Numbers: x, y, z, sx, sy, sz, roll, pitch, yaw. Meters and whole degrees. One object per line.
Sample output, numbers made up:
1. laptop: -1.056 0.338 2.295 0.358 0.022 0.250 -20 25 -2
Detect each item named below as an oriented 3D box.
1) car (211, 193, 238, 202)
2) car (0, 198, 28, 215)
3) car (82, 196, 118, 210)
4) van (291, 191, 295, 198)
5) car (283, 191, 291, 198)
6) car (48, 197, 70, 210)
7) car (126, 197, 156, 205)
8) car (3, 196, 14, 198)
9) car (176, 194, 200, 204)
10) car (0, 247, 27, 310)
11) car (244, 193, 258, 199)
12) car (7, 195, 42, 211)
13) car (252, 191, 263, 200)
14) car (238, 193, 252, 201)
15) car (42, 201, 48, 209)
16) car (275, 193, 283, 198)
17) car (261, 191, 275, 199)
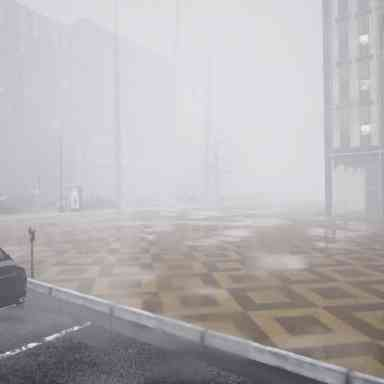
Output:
1. car: 5.938 1.093 59.692 2.008 1.369 4.403 -1 0 36
2. car: -16.755 1.413 28.353 1.802 1.307 4.206 -1 0 36
3. car: -10.273 1.186 37.307 1.967 1.590 4.097 -1 0 36
4. van: 25.388 0.654 86.553 1.690 1.788 3.998 -1 0 36
5. car: 22.148 0.931 82.076 1.802 1.307 4.206 -1 0 36
6. car: -14.735 1.355 41.052 1.812 1.442 4.674 -1 0 36
7. car: -7.731 1.339 50.675 1.895 1.301 4.718 -1 0 36
8. car: -20.718 1.412 32.769 1.837 1.490 4.892 -1 0 36
9. car: -0.547 1.062 50.738 1.967 1.590 4.097 -1 0 36
10. car: -4.994 1.553 6.609 4.403 1.369 2.008 0 -1 36
11. car: 15.362 1.039 86.992 1.947 1.339 4.313 -1 0 36
12. car: -20.302 1.228 37.746 2.192 1.841 5.009 -1 0 36
13. car: 12.422 1.046 68.645 1.802 1.307 4.206 -1 0 36
14. car: 9.180 1.047 64.169 1.887 1.381 4.507 -1 0 36
15. car: -17.058 1.415 42.224 1.887 1.381 4.507 -1 0 36
16. car: 18.906 0.937 77.599 2.008 1.369 4.403 -1 0 36
17. car: 15.661 0.740 73.122 2.192 1.841 5.009 -1 0 36
